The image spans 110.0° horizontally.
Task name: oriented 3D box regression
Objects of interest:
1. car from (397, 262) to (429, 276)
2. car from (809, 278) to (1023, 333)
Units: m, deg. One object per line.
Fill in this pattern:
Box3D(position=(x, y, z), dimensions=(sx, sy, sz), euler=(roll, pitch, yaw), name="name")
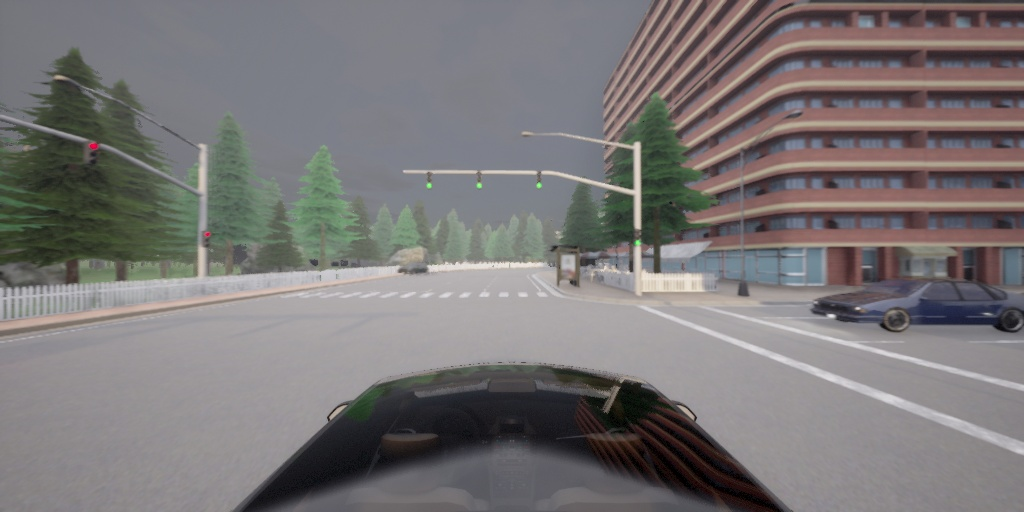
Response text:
Box3D(position=(-12.221, 1.472, 44.559), dimensions=(2.097, 1.767, 4.553), euler=(2, -1, 17), name="car")
Box3D(position=(12.020, 1.364, 10.469), dimensions=(5.357, 1.411, 2.033), euler=(0, -1, 2), name="car")
